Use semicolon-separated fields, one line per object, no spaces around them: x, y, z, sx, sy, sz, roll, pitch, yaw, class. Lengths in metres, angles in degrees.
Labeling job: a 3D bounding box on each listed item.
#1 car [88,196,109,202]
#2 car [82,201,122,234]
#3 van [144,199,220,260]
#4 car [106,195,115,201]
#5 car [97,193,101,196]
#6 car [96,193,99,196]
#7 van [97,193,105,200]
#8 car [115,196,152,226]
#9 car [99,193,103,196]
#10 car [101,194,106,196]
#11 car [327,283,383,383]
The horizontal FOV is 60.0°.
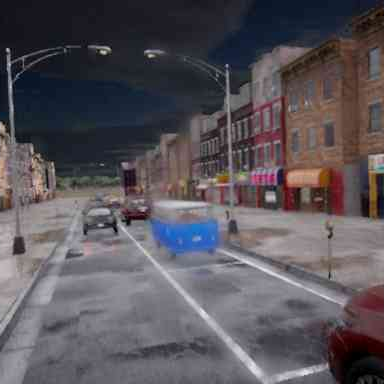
-9.929;1.533;34.050;2.033;1.411;5.357;-3;1;-17;car
-5.366;1.525;19.345;1.812;1.442;4.674;-3;1;-17;car
-0.406;1.225;11.995;1.690;1.788;3.998;-4;1;-17;van
-10.235;1.436;43.702;1.802;1.307;4.206;-4;1;-17;car
-18.440;1.401;70.119;1.947;1.339;4.313;-4;1;-17;car
-20.080;1.398;75.403;1.947;1.339;4.313;-4;1;-17;car
-25.018;1.164;91.249;1.690;1.788;3.998;-4;1;-17;van
-3.690;1.189;22.561;2.192;1.841;5.009;-4;1;-17;car
-15.159;1.393;59.552;2.008;1.369;4.403;-4;1;-17;car
-13.571;1.371;54.430;1.752;1.417;4.829;-4;1;-17;car
2.873;1.209;1.427;2.192;1.841;5.009;-4;1;-17;car
